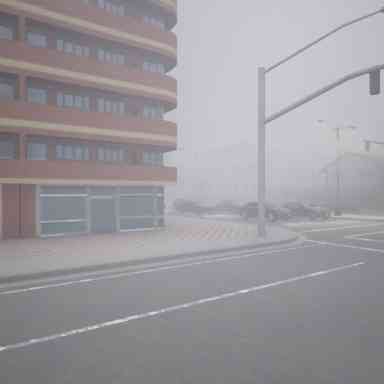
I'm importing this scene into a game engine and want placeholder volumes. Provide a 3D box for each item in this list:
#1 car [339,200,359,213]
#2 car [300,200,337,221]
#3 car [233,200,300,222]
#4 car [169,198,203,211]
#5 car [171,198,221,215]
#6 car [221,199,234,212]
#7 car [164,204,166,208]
[{"bbox_3d":[16.671,1.564,37.822,1.994,1.385,4.181,0,0,-35],"label":"car"},{"bbox_3d":[9.279,1.526,27.914,1.812,1.442,4.674,0,0,-34],"label":"car"},{"bbox_3d":[5.844,1.505,26.709,1.837,1.490,4.892,0,0,-34],"label":"car"},{"bbox_3d":[-0.839,1.505,42.595,1.837,1.490,4.892,0,0,-35],"label":"car"},{"bbox_3d":[0.321,1.545,34.738,2.033,1.411,5.357,0,0,-34],"label":"car"},{"bbox_3d":[4.344,1.526,35.085,1.812,1.442,4.674,0,0,-34],"label":"car"},{"bbox_3d":[-5.392,1.547,43.038,2.033,1.411,5.357,0,0,-34],"label":"car"}]
